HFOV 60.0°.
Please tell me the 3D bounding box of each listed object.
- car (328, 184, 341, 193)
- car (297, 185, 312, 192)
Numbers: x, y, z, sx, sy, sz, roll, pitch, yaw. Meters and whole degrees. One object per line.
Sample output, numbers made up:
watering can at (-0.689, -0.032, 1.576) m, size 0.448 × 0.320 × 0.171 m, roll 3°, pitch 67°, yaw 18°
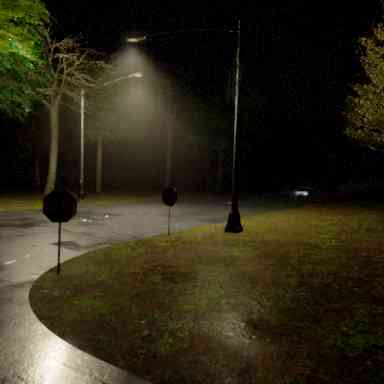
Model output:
car at (28.977, -0.843, 67.473) m, size 2.097 × 1.767 × 4.553 m, roll 4°, pitch 4°, yaw 29°
car at (22.966, -0.783, 67.820) m, size 1.895 × 1.301 × 4.718 m, roll 4°, pitch 4°, yaw 35°
